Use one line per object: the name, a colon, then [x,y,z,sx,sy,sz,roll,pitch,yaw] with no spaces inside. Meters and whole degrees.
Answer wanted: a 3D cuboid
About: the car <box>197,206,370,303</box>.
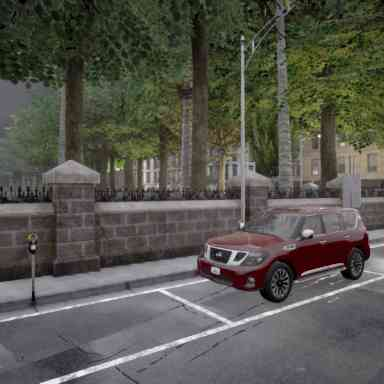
car: [2.523,1.314,8.391,5.009,1.841,2.192,0,0,-36]
